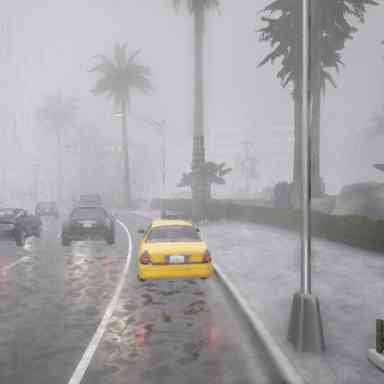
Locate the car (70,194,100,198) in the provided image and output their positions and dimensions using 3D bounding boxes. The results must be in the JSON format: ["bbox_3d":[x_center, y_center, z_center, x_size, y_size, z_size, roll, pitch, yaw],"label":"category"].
[{"bbox_3d":[-9.744,1.250,31.036,2.150,2.045,5.566,0,0,-25],"label":"car"}]

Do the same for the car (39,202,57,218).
[{"bbox_3d":[-12.900,1.553,29.522,2.033,1.411,5.357,0,0,-25],"label":"car"}]

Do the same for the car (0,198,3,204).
[{"bbox_3d":[-24.322,1.306,39.677,5.566,2.045,2.150,0,0,44],"label":"car"}]

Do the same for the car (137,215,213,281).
[{"bbox_3d":[-0.649,1.456,9.853,1.801,1.575,5.366,0,0,-7],"label":"car"}]

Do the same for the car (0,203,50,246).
[{"bbox_3d":[-8.124,1.489,14.912,2.128,1.511,4.902,0,0,-12],"label":"car"}]

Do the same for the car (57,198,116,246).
[{"bbox_3d":[-4.695,1.363,15.611,2.097,1.767,4.553,0,0,-12],"label":"car"}]
